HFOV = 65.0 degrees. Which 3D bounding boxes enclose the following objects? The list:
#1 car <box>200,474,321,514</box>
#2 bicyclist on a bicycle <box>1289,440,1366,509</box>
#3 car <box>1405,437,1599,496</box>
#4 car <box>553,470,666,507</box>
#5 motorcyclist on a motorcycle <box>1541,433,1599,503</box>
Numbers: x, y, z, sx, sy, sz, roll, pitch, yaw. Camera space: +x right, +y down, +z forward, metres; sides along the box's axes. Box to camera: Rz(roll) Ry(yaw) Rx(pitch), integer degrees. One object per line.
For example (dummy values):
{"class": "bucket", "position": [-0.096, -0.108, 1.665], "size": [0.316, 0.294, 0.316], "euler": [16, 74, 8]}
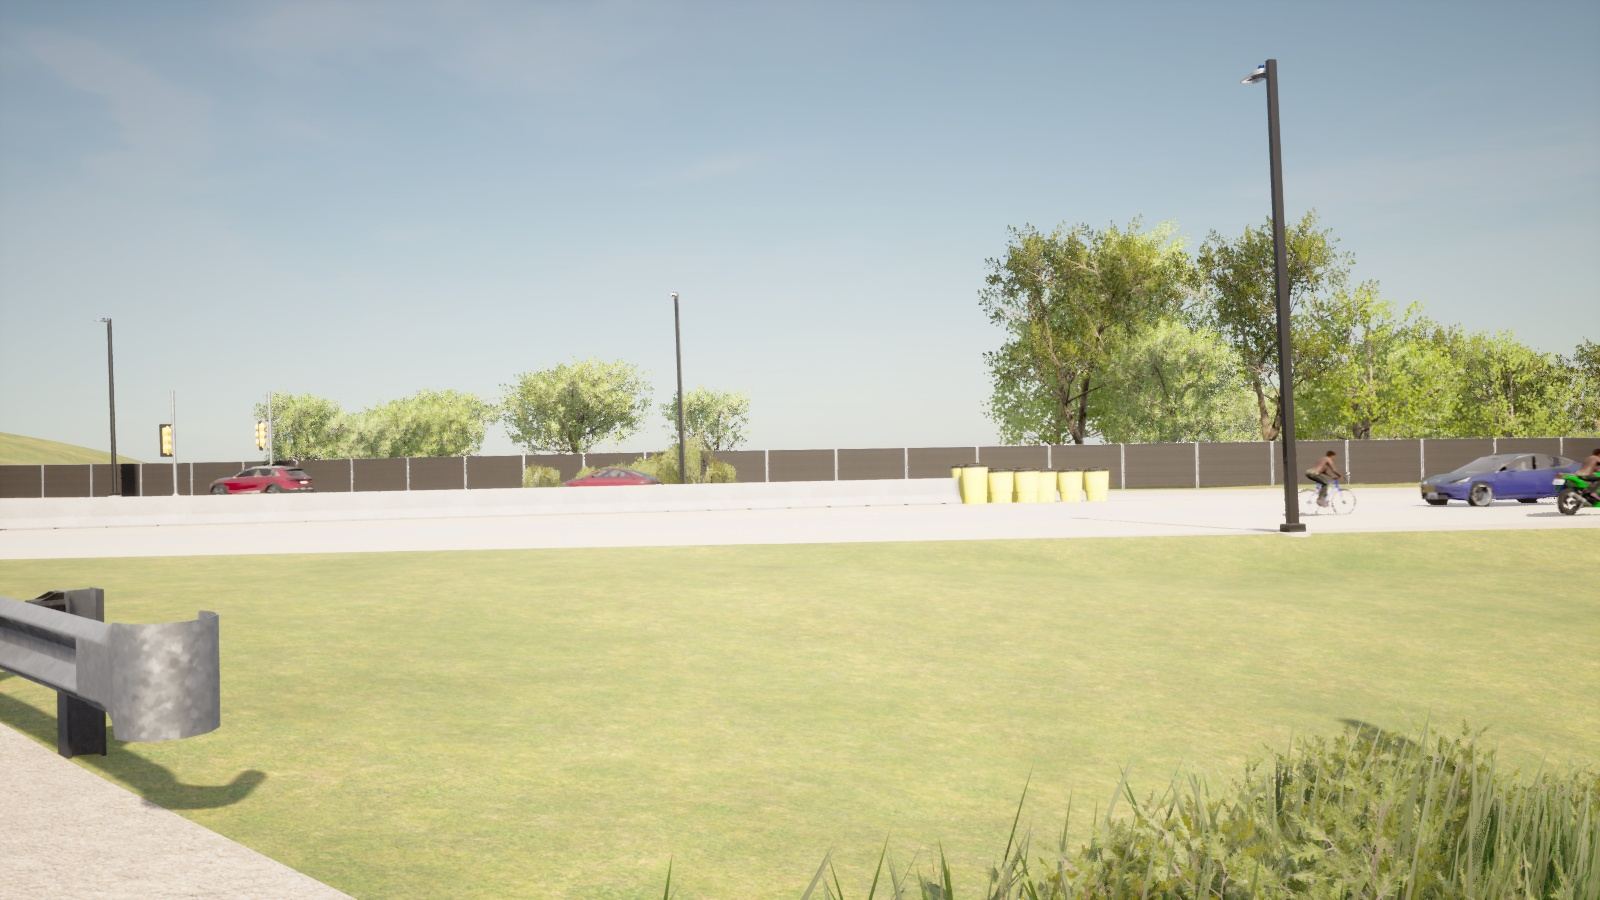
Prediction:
{"class": "car", "position": [-24.536, 1.991, 57.162], "size": [4.856, 1.649, 2.033], "euler": [-2, 0, 16]}
{"class": "bicyclist on a bicycle", "position": [12.965, 0.601, 30.887], "size": [1.656, 1.620, 0.582], "euler": [-2, -1, -11]}
{"class": "car", "position": [20.163, 0.480, 35.893], "size": [4.792, 1.488, 2.163], "euler": [-2, -1, -11]}
{"class": "car", "position": [-7.945, 1.594, 52.596], "size": [4.181, 1.385, 1.994], "euler": [-2, 0, 14]}
{"class": "motorcyclist on a motorcycle", "position": [17.948, 0.395, 28.314], "size": [2.044, 1.523, 0.797], "euler": [-2, -1, -11]}
